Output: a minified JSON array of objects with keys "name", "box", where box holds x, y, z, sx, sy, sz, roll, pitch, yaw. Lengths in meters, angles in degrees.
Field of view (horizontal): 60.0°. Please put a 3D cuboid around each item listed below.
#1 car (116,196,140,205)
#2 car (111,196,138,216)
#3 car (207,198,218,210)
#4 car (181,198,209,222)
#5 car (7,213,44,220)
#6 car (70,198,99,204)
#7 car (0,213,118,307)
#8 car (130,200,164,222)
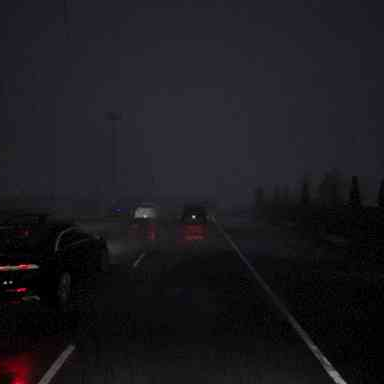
[{"name":"car","box":[-11.401,1.517,59.728,2.128,1.511,4.902,0,0,20]},{"name":"car","box":[-6.424,1.472,32.613,1.882,1.535,5.008,0,0,5]},{"name":"car","box":[2.176,1.518,42.795,1.812,1.442,4.674,0,0,12]},{"name":"car","box":[0.192,1.501,25.938,1.837,1.490,4.892,0,0,2]},{"name":"car","box":[-6.898,1.598,14.814,1.895,1.301,4.718,0,0,0]},{"name":"car","box":[-12.805,1.470,39.634,1.882,1.535,5.008,0,0,9]},{"name":"car","box":[-3.399,1.490,7.920,2.128,1.511,4.902,0,0,0]},{"name":"car","box":[-3.303,1.521,26.253,1.812,1.442,4.674,0,0,2]}]
